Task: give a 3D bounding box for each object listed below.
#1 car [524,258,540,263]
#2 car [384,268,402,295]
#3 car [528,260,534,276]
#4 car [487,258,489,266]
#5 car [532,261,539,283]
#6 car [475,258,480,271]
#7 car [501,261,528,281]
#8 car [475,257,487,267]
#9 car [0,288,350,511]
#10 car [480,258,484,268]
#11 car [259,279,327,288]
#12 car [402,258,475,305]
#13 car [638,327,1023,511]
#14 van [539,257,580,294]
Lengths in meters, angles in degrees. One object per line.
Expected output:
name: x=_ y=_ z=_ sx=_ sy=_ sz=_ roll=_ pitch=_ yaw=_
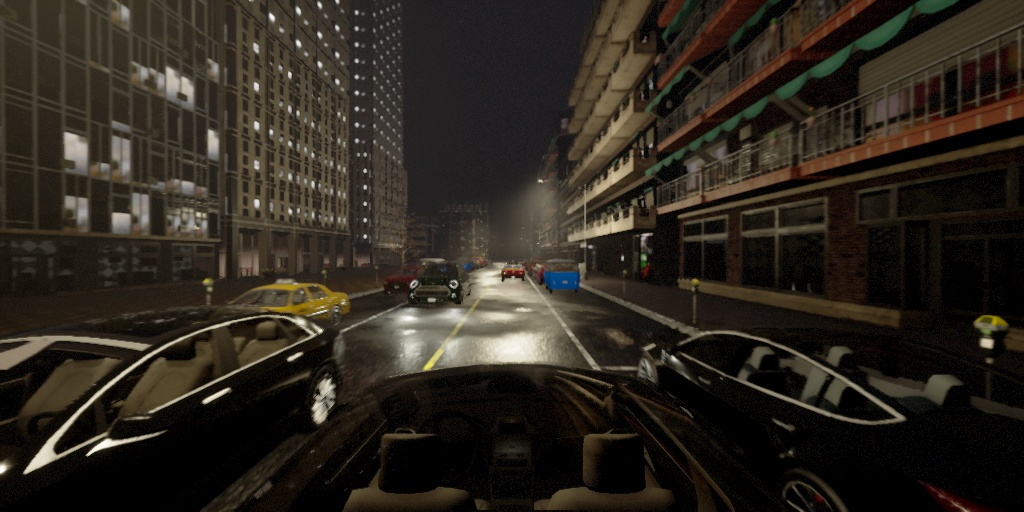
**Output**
car: x=2.680 y=1.065 z=36.584 sx=2.192 sy=1.841 sz=5.009 roll=0 pitch=0 yaw=0
car: x=-5.696 y=1.293 z=20.000 sx=1.888 sy=1.381 sz=4.507 roll=0 pitch=0 yaw=0
car: x=2.682 y=1.299 z=31.056 sx=2.007 sy=1.370 sz=4.403 roll=0 pitch=0 yaw=0
car: x=-5.706 y=1.348 z=64.220 sx=1.802 sy=1.307 sz=4.207 roll=0 pitch=0 yaw=0
car: x=2.683 y=1.293 z=25.529 sx=1.888 sy=1.381 sz=4.507 roll=0 pitch=0 yaw=0
car: x=-5.702 y=1.336 z=47.637 sx=1.802 sy=1.307 sz=4.207 roll=0 pitch=0 yaw=0
car: x=0.093 y=1.349 z=30.048 sx=1.895 sy=1.301 sz=4.718 roll=0 pitch=0 yaw=0
car: x=-5.705 y=1.076 z=58.693 sx=2.192 sy=1.841 sz=5.009 roll=0 pitch=0 yaw=0
car: x=-3.061 y=1.254 z=2.724 sx=1.837 sy=1.490 sz=4.892 roll=0 pitch=0 yaw=0
car: x=-5.704 y=1.308 z=53.166 sx=2.007 sy=1.370 sz=4.403 roll=0 pitch=0 yaw=0
car: x=-5.694 y=1.274 z=8.774 sx=1.751 sy=1.417 sz=4.829 roll=0 pitch=0 yaw=0
car: x=-3.062 y=1.101 z=15.980 sx=2.097 sy=1.767 sz=4.553 roll=0 pitch=0 yaw=0
car: x=2.687 y=1.316 z=3.418 sx=1.948 sy=1.339 sz=4.313 roll=0 pitch=0 yaw=0
van: x=2.685 y=1.089 z=20.001 sx=1.690 sy=1.789 sz=3.998 roll=0 pitch=0 yaw=0
